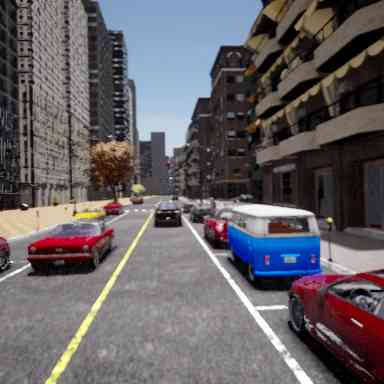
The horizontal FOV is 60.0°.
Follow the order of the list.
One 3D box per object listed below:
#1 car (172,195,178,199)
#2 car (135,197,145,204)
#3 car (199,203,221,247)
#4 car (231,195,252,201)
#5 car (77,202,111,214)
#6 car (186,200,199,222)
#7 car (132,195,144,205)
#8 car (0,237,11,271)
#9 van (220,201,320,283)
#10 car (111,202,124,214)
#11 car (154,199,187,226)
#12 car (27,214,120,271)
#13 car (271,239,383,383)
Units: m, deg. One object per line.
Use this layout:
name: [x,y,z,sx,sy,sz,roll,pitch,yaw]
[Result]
car: [-4.565,1.725,91.229,1.947,1.339,4.313,-1,0,-5]
car: [-11.579,1.851,74.038,1.947,1.339,4.313,-1,0,-5]
car: [1.618,1.405,14.869,1.967,1.590,4.097,-1,0,-5]
car: [8.961,1.167,57.137,4.403,1.369,2.008,-2,1,-5]
car: [-7.611,1.687,25.052,1.752,1.417,4.829,-1,0,-5]
car: [0.727,1.535,25.898,2.008,1.369,4.403,-1,0,-5]
car: [-11.139,1.584,68.533,2.192,1.841,5.009,-1,0,-5]
car: [-6.283,1.715,8.678,1.802,1.307,4.206,-1,0,-5]
van: [2.063,1.297,9.354,1.690,1.788,3.998,-1,0,-5]
car: [-8.518,1.729,36.251,1.887,1.381,4.507,-1,0,-5]
car: [-1.728,1.524,23.971,2.128,1.511,4.902,-1,-1,-4]
car: [-3.910,1.683,11.530,1.895,1.301,4.718,-1,0,-5]
car: [2.515,1.528,3.840,1.802,1.307,4.206,-1,0,-5]
